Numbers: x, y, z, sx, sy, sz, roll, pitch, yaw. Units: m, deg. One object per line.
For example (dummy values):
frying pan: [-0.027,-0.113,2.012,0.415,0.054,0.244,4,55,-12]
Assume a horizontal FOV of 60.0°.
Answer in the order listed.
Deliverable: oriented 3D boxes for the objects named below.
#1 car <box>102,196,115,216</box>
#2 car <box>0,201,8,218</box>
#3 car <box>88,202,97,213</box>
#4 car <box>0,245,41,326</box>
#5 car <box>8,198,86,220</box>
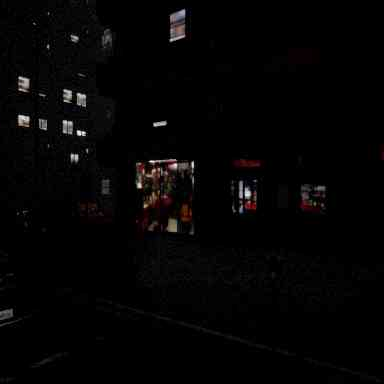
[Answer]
car: [-5.403,1.056,28.449,2.097,1.767,4.553,0,1,35]
car: [-14.075,1.350,26.090,2.008,1.369,4.403,1,1,35]
car: [-10.987,1.250,30.516,1.752,1.417,4.829,1,1,35]
car: [-4.505,1.551,6.083,4.403,1.369,2.008,0,0,35]
car: [-11.109,1.283,25.834,1.837,1.490,4.892,0,1,35]
